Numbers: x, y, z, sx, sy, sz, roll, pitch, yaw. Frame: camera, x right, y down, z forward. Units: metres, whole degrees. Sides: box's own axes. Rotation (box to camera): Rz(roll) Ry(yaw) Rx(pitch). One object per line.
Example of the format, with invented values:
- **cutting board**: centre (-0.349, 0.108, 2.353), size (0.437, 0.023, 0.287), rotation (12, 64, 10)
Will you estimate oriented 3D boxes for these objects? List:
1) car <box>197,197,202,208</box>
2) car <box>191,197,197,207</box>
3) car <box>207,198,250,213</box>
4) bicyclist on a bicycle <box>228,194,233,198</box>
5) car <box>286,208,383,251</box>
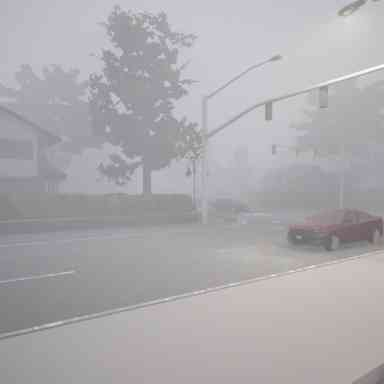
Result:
- **car**: centre (1.074, 1.410, 46.086), size (1.812, 1.442, 4.674), rotation (0, 0, -36)
- **car**: centre (-1.823, 1.241, 43.779), size (2.097, 1.767, 4.553), rotation (0, 0, -36)
- **car**: centre (4.081, 1.416, 35.739), size (1.837, 1.490, 4.892), rotation (0, 0, -36)
- **bicyclist on a bicycle**: centre (5.860, 1.176, 51.028), size (1.656, 1.620, 0.582), rotation (0, 0, -36)
- **car**: centre (6.094, 1.444, 14.033), size (5.008, 1.535, 1.882), rotation (0, 0, -35)
